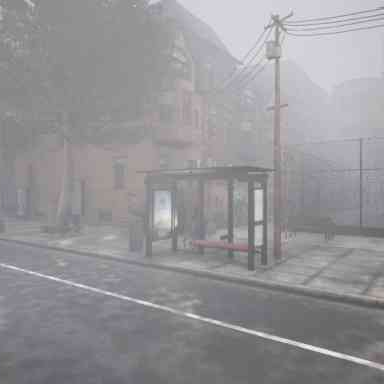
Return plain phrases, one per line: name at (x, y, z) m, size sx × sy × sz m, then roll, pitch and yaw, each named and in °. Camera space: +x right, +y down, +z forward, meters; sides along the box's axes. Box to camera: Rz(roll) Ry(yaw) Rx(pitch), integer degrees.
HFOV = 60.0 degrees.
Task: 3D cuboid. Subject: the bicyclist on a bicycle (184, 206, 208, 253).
bicyclist on a bicycle at (0.226, 1.339, 11.915) m, size 0.582 × 1.620 × 1.656 m, roll 0°, pitch -3°, yaw 35°
